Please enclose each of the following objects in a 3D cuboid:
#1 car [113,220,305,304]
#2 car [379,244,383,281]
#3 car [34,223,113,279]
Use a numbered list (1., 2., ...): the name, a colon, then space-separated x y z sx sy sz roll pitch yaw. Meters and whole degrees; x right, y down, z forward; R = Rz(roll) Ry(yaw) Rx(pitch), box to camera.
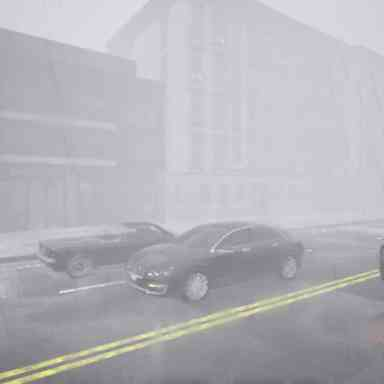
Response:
1. car: 0.776 1.500 8.231 4.892 1.490 1.837 0 0 -36
2. car: 6.505 1.470 8.081 5.008 1.535 1.882 0 0 -36
3. car: -2.141 1.597 10.142 4.718 1.301 1.895 0 0 -36
